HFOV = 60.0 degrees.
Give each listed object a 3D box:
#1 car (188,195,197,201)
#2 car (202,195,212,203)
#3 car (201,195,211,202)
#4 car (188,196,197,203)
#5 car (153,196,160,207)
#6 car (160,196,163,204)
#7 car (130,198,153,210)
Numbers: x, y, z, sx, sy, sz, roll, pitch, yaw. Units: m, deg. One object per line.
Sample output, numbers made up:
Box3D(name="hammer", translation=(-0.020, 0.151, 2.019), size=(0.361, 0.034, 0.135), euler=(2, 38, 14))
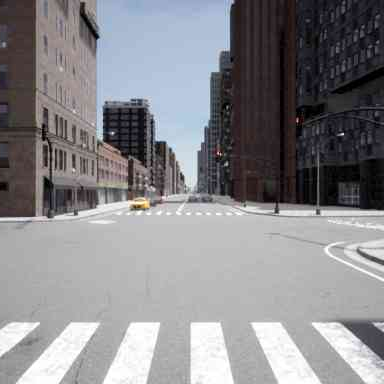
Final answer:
Box3D(name="car", translation=(0.109, 1.556, 82.100), size=(1.994, 1.385, 4.181), euler=(0, 0, 0))
Box3D(name="car", translation=(3.344, 1.531, 70.936), size=(2.128, 1.511, 4.902), euler=(0, 0, 0))
Box3D(name="car", translation=(3.358, 1.499, 81.356), size=(2.128, 1.511, 4.902), euler=(0, 0, 0))
Box3D(name="car", translation=(0.119, 1.526, 71.786), size=(2.128, 1.511, 4.902), euler=(0, 0, 0))
Box3D(name="car", translation=(-6.515, 1.573, 51.413), size=(1.994, 1.385, 4.181), euler=(0, 0, 1))
Box3D(name="car", translation=(-6.481, 1.487, 61.834), size=(1.882, 1.535, 5.008), euler=(0, 0, 0))
Box3D(name="car", translation=(-6.542, 1.485, 42.163), size=(1.882, 1.535, 5.008), euler=(0, 0, 0))
